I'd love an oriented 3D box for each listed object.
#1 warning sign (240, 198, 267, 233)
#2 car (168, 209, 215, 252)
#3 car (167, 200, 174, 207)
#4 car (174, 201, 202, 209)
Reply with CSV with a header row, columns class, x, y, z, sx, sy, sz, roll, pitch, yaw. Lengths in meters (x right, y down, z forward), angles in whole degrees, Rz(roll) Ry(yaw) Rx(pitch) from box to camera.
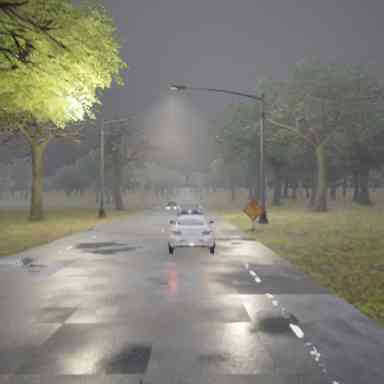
class,x,y,z,sx,sy,sz,roll,pitch,yaw
warning sign,3.500,1.315,18.983,1.300,1.860,1.060,1,0,-1
car,-0.013,1.672,14.400,1.812,1.442,4.674,0,0,0
car,-4.268,2.462,70.906,1.895,1.301,4.718,0,-1,-1
car,-0.202,1.682,29.094,2.097,1.767,4.553,0,-1,-1
